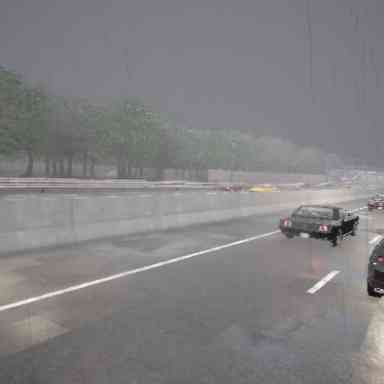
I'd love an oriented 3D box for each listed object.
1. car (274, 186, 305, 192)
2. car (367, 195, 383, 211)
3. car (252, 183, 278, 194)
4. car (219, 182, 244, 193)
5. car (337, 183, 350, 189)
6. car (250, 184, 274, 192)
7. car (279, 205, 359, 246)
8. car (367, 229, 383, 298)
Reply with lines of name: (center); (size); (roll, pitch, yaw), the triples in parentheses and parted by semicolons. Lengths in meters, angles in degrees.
car: (12.081, 0.029, 40.049); (1.882, 1.535, 5.008); (5, 4, 37)
car: (15.857, 0.931, 27.355); (1.895, 1.301, 4.718); (5, 3, 37)
car: (11.054, -0.485, 50.256); (1.837, 1.490, 4.892); (5, 4, 37)
car: (5.967, -0.682, 49.329); (1.882, 1.535, 5.008); (5, 4, 37)
car: (33.591, -1.250, 73.891); (2.097, 1.767, 4.553); (5, 4, 37)
car: (9.049, -0.186, 41.830); (1.882, 1.535, 5.008); (5, 4, 37)
car: (5.213, 1.167, 13.148); (1.895, 1.301, 4.718); (4, 3, 37)
car: (5.127, 1.354, 7.178); (1.837, 1.490, 4.892); (4, 3, 37)
